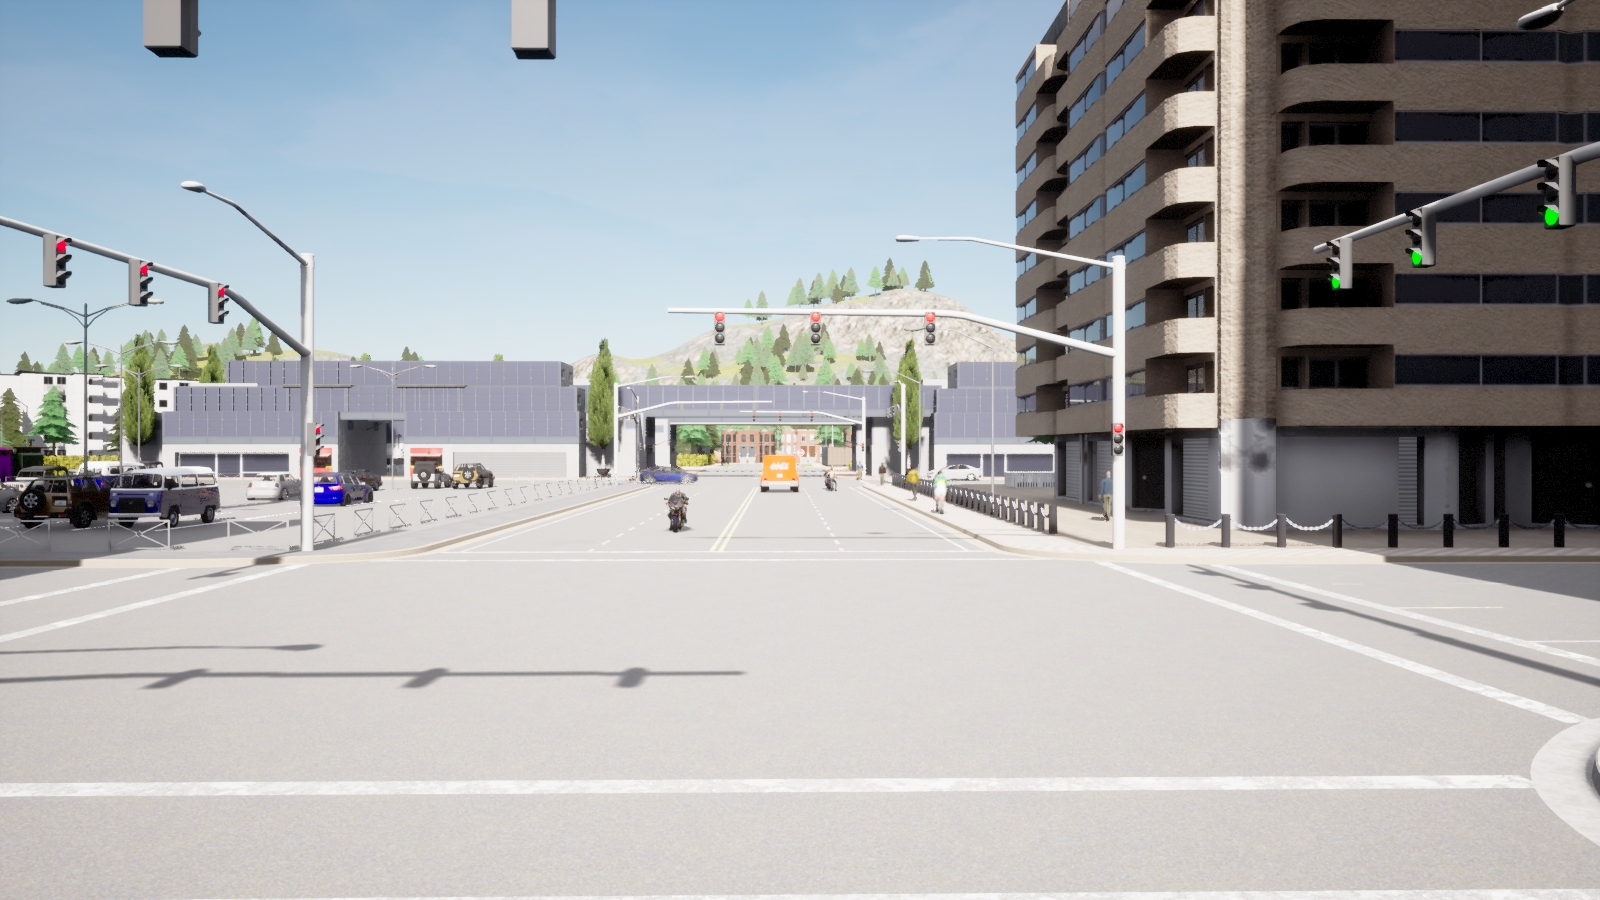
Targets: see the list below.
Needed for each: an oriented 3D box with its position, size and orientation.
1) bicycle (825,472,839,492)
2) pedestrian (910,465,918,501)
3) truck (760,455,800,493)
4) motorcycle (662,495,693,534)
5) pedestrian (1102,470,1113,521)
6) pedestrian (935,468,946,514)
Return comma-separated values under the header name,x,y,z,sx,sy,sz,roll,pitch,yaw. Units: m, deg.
name,x,y,z,sx,sy,sz,roll,pitch,yaw
bicycle,2.134,2.158,77.288,0.859,1.276,1.487,0,0,-1
pedestrian,5.928,1.695,59.341,0.375,1.860,0.375,0,0,-2
truck,-1.366,1.564,77.071,2.627,2.467,5.204,0,0,-1
motorcycle,-4.213,2.205,39.441,0.867,1.251,2.209,0,0,-1
pedestrian,11.297,1.651,41.956,0.375,1.860,0.375,0,0,13
pedestrian,5.822,1.695,47.328,0.375,1.860,0.375,0,0,-5
